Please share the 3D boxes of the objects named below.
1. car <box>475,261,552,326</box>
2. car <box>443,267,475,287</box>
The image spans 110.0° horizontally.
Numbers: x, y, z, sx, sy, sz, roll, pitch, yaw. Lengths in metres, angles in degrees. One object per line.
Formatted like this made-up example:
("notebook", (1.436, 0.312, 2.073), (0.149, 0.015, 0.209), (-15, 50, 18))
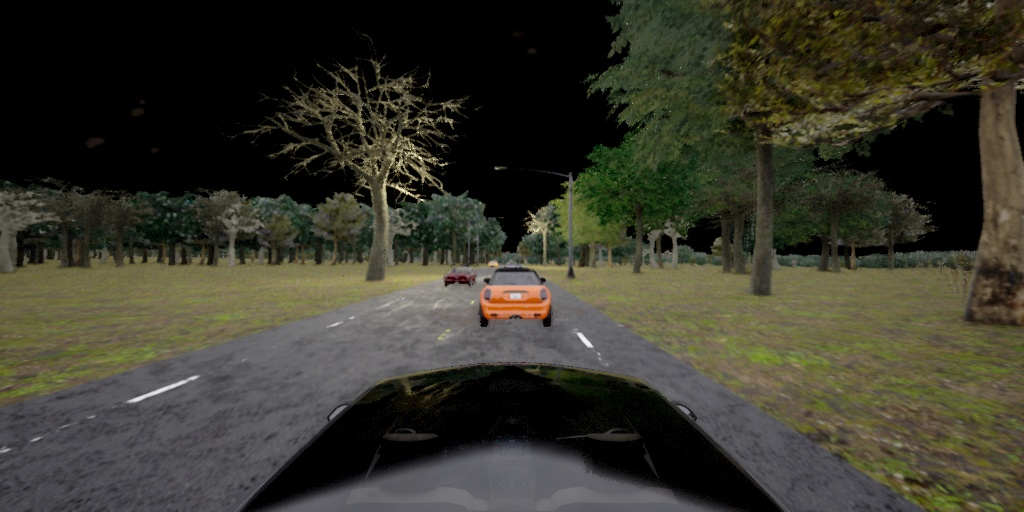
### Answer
("car", (0.100, 1.148, 12.082), (2.097, 1.767, 4.553), (0, 0, 0))
("car", (-3.600, 1.464, 25.538), (1.895, 1.301, 4.718), (0, 0, 0))
